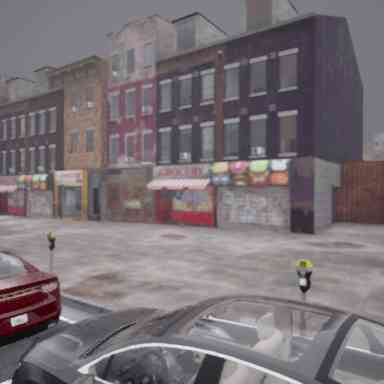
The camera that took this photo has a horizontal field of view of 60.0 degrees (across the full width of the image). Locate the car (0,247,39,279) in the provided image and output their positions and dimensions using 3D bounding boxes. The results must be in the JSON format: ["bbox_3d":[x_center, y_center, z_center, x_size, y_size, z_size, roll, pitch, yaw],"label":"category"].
[{"bbox_3d":[-4.117,1.591,5.734,4.507,1.381,1.887,-1,1,36],"label":"car"}]

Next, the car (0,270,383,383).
[{"bbox_3d":[0.284,1.559,2.594,4.403,1.369,2.008,0,1,36],"label":"car"}]
